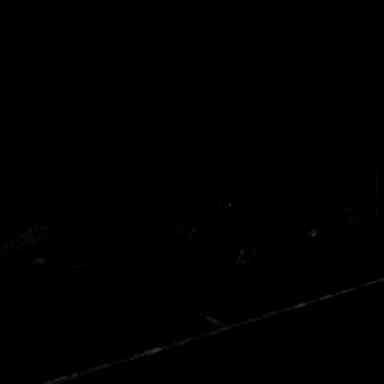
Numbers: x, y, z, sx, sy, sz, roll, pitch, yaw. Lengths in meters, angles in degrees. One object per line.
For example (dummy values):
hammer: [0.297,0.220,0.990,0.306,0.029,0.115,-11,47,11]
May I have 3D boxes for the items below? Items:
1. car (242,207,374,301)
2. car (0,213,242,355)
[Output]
car: [2.725,1.337,8.593,5.009,1.841,2.192,0,0,-36]
car: [-1.840,1.320,5.335,5.009,1.841,2.192,0,0,-36]
